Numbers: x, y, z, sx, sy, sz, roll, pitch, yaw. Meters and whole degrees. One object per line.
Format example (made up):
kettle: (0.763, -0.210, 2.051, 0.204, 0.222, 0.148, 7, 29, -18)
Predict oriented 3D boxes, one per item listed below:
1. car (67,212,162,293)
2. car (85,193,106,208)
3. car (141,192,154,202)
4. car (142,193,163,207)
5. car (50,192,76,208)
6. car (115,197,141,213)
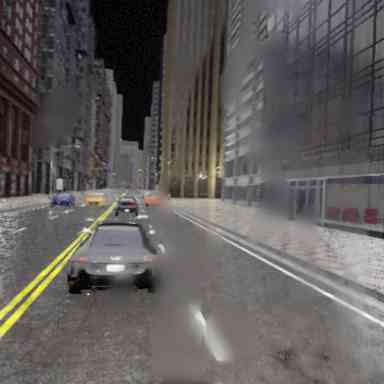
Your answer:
car: (-1.873, 1.461, 8.579, 1.994, 1.385, 4.181, 2, 0, -10)
car: (-10.466, 0.899, 36.347, 1.882, 1.535, 5.008, 2, 0, -10)
car: (-8.079, 0.849, 59.955, 2.128, 1.511, 4.902, 2, 0, -10)
car: (-5.096, 0.953, 44.124, 2.097, 1.767, 4.553, 2, 0, -10)
car: (-13.550, 0.775, 35.179, 1.882, 1.535, 5.008, 2, 0, -10)
car: (-5.505, 1.177, 28.348, 1.837, 1.490, 4.892, 2, 0, -10)
